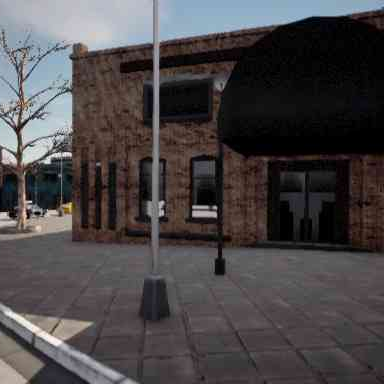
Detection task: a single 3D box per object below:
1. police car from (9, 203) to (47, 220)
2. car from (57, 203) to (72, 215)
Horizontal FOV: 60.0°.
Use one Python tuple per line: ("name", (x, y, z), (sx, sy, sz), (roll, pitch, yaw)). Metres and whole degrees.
("police car", (-16.710, 1.958, 34.275), (1.930, 1.638, 5.238), (0, -1, 1))
("car", (-15.479, 2.185, 43.411), (1.882, 1.535, 5.008), (0, -1, 14))
